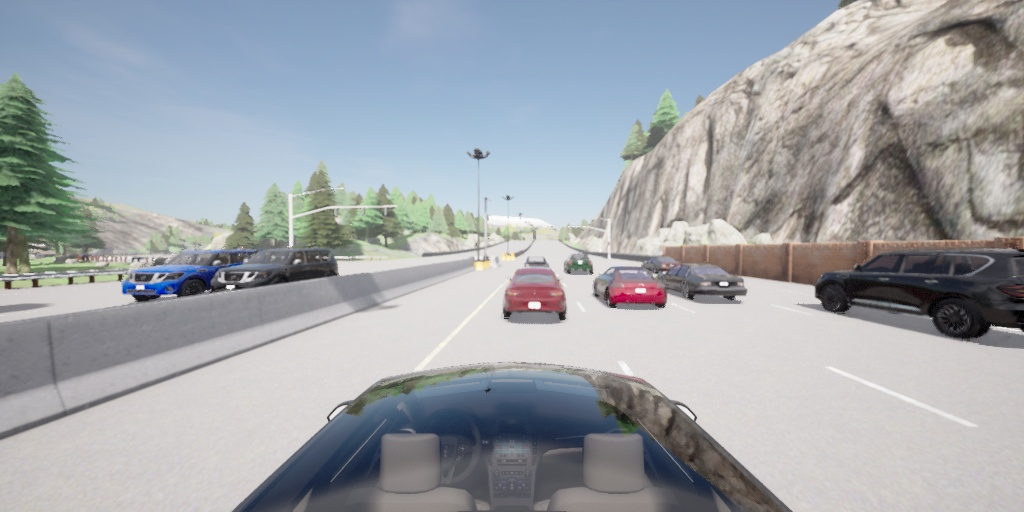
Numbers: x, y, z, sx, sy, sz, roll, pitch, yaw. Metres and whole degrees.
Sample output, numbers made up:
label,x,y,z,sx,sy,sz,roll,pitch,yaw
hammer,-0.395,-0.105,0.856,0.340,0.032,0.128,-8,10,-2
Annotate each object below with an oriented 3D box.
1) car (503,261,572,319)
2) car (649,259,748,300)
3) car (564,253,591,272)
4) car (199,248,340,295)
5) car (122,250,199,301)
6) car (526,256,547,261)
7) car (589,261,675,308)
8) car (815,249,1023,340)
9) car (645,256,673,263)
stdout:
label,x,y,z,sx,sy,sz,roll,pitch,yaw
car,0.735,1.076,11.723,1.812,1.442,4.674,0,1,4
car,8.017,1.030,15.755,2.033,1.411,5.357,0,1,4
car,5.610,0.532,30.752,2.097,1.767,4.553,0,1,4
car,-9.667,0.679,15.332,2.150,2.045,5.566,0,1,4
car,-13.154,0.724,15.631,2.150,2.045,5.566,0,1,4
car,1.737,0.762,25.834,2.128,1.511,4.902,0,1,4
car,4.404,1.078,13.907,1.994,1.385,4.181,0,1,4
car,11.113,0.832,9.572,2.150,2.045,5.566,0,1,3
car,12.602,0.744,30.388,2.033,1.411,5.357,0,1,4
